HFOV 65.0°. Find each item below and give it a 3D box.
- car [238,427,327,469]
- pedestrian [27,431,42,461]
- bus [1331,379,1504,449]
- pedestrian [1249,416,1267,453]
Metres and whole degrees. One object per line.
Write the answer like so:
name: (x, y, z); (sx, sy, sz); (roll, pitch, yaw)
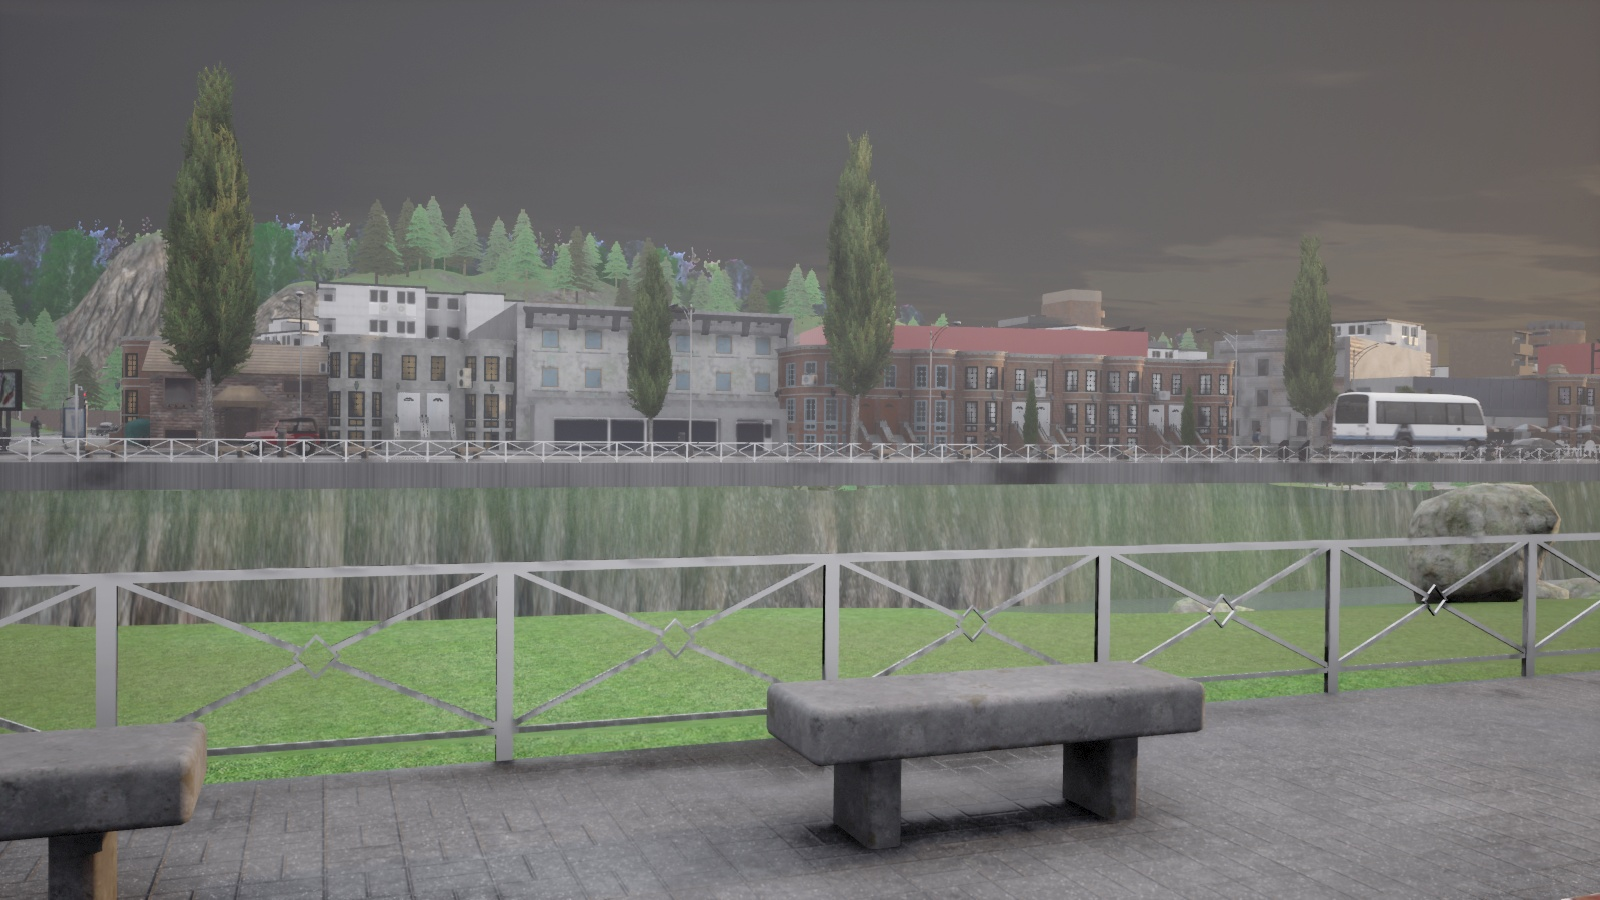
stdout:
car: (-24.793, -0.123, 60.294); (3.866, 1.878, 1.905); (-2, 1, -21)
pedestrian: (-48.584, -0.268, 79.712); (0.563, 1.883, 0.849); (-1, 1, -13)
bus: (39.574, -2.316, 80.483); (10.273, 4.253, 3.944); (-1, 1, -21)
pedestrian: (23.961, -0.820, 65.710); (0.788, 1.949, 0.423); (-1, 1, -23)
